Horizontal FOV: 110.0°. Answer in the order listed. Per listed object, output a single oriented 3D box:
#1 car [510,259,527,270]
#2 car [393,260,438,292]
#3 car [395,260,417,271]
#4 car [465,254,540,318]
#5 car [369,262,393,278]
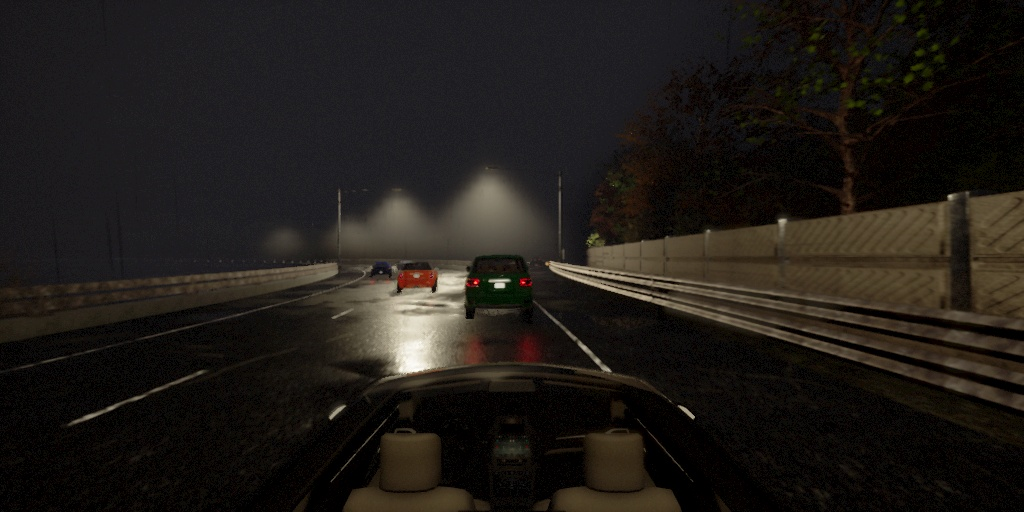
[{"bbox_3d":[0.973,1.186,51.146,1.812,1.442,4.674,0,0,8],"label":"car"},{"bbox_3d":[-5.477,1.087,21.204,2.097,1.767,4.553,0,0,-10],"label":"car"},{"bbox_3d":[-14.361,1.266,48.556,2.033,1.411,5.357,0,0,-26],"label":"car"},{"bbox_3d":[-0.510,0.953,13.116,2.150,2.045,5.566,0,0,-3],"label":"car"},{"bbox_3d":[-12.529,1.263,34.536,1.812,1.442,4.674,0,0,-18],"label":"car"}]
